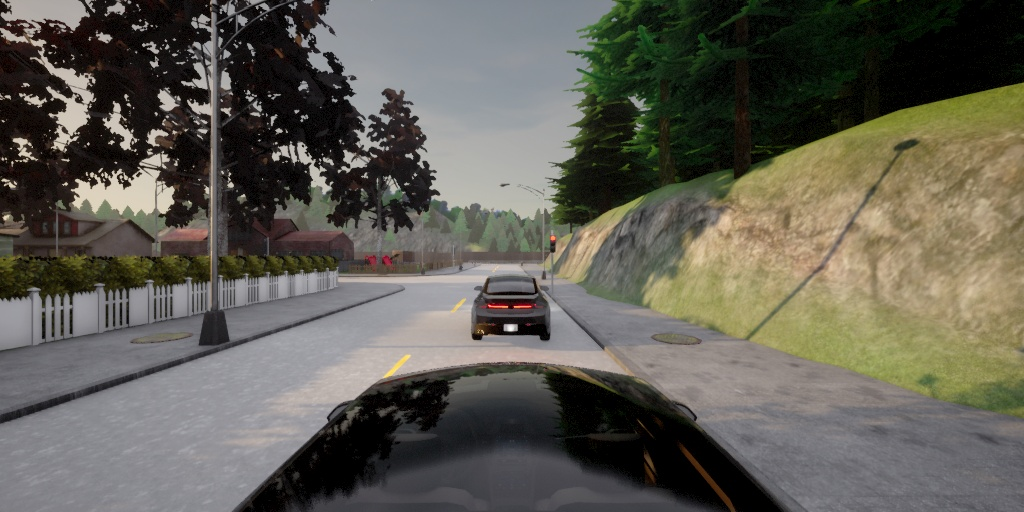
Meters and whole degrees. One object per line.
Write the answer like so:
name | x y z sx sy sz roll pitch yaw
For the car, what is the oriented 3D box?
car | -0.017 1.255 9.933 1.837 1.490 4.892 0 0 0
